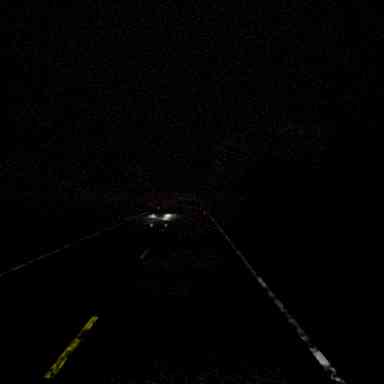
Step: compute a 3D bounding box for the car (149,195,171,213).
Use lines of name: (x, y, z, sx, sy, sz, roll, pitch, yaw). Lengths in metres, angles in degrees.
car: (-3.578, 1.321, 38.249, 2.150, 2.045, 5.566, 0, 0, 0)

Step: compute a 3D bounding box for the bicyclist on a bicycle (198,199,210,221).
bicyclist on a bicycle: (0.987, 1.506, 26.603, 0.866, 1.612, 1.509, 0, 0, 0)

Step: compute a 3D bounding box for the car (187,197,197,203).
car: (0.024, 1.733, 73.612, 2.033, 1.411, 5.357, 0, 0, 0)

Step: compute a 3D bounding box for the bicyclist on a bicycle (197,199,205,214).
bicyclist on a bicycle: (0.991, 1.531, 36.002, 0.866, 1.612, 1.509, 0, 0, 0)

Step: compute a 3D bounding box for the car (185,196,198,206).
car: (0.117, 1.675, 56.895, 1.812, 1.442, 4.674, 0, 0, 0)
